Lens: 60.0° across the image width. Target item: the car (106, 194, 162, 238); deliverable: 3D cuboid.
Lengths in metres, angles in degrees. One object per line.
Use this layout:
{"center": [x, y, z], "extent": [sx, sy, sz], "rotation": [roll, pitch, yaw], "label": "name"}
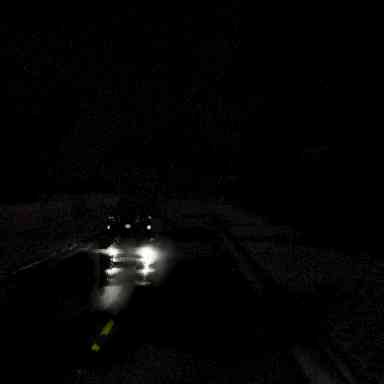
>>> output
{"center": [-2.842, 1.146, 17.510], "extent": [2.150, 2.045, 5.566], "rotation": [0, 0, 0], "label": "car"}
